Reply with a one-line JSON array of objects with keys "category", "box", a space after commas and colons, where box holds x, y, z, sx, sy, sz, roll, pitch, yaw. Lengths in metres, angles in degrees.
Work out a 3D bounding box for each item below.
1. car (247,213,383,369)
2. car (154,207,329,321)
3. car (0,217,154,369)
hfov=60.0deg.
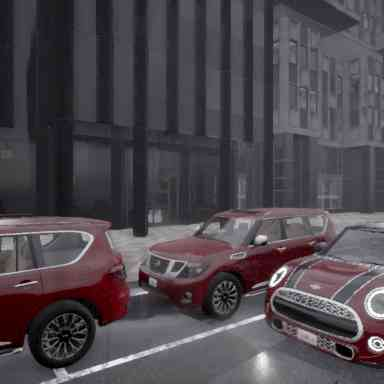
[{"category": "car", "box": [3.375, 1.351, 5.774, 4.553, 1.767, 2.097, 0, 0, -35]}, {"category": "car", "box": [1.343, 1.314, 7.479, 5.009, 1.841, 2.192, 0, 0, -35]}, {"category": "car", "box": [-3.254, 1.315, 4.211, 5.009, 1.841, 2.192, 0, 0, -35]}]
